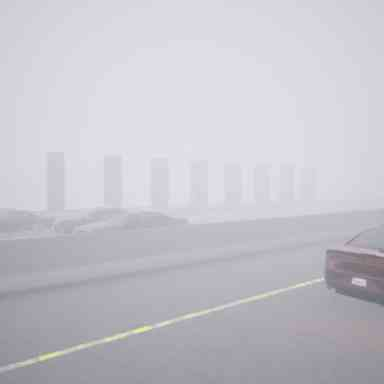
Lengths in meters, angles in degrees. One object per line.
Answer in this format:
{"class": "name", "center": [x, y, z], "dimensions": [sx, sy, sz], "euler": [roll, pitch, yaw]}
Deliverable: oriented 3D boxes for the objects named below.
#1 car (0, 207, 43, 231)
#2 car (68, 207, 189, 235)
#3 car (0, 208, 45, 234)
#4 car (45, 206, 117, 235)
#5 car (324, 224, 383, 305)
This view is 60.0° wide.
{"class": "car", "center": [-12.187, 1.729, 21.074], "dimensions": [4.718, 1.301, 1.895], "euler": [-1, 0, -36]}
{"class": "car", "center": [-2.569, 1.563, 15.362], "dimensions": [5.357, 1.411, 2.033], "euler": [-1, 0, -36]}
{"class": "car", "center": [-10.069, 1.706, 18.289], "dimensions": [4.718, 1.301, 1.895], "euler": [-1, 0, -36]}
{"class": "car", "center": [-4.900, 1.548, 17.817], "dimensions": [4.892, 1.490, 1.837], "euler": [0, -1, -36]}
{"class": "car", "center": [4.990, 1.409, 7.347], "dimensions": [5.008, 1.535, 1.882], "euler": [-1, 0, -35]}
